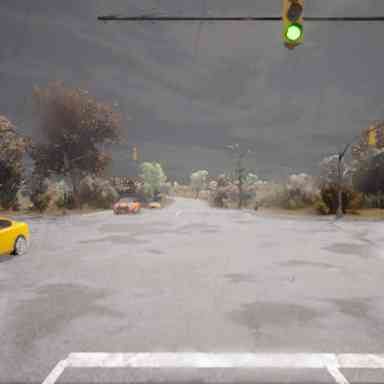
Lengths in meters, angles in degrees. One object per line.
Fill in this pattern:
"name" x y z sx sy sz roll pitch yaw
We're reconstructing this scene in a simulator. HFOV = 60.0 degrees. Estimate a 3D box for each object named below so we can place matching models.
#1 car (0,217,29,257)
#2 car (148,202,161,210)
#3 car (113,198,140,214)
"car" -6.910 1.487 10.160 1.882 1.535 5.008 0 0 0
"car" -6.554 2.444 58.998 1.882 1.535 5.008 0 -3 0
"car" -6.732 1.361 34.670 2.097 1.767 4.553 0 -1 0
